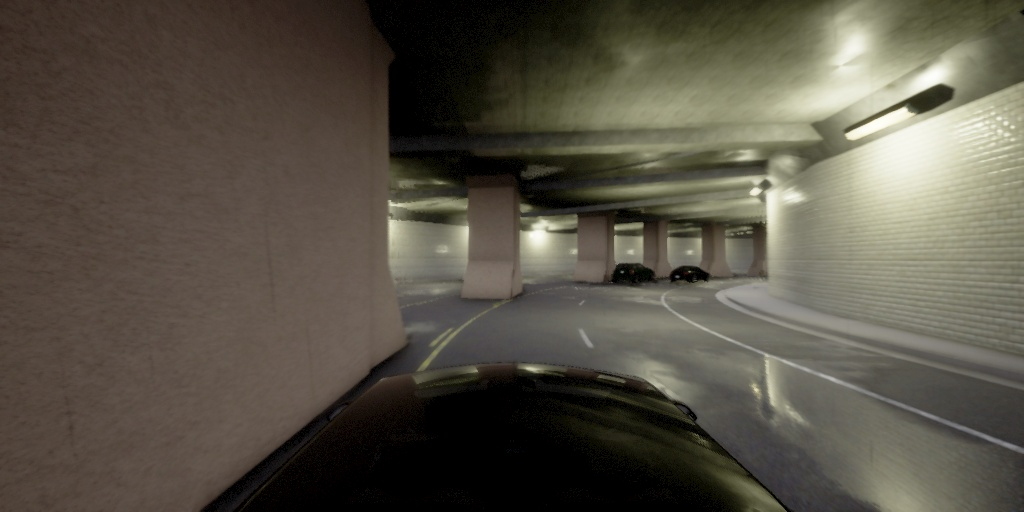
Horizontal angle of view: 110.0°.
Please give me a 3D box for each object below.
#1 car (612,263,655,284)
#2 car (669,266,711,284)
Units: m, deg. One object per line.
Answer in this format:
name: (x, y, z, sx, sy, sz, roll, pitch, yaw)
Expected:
car: (10.511, 1.364, 30.873, 2.097, 1.767, 4.553, 0, -1, 44)
car: (15.063, 1.533, 30.353, 4.674, 1.442, 1.812, 0, -1, -40)
